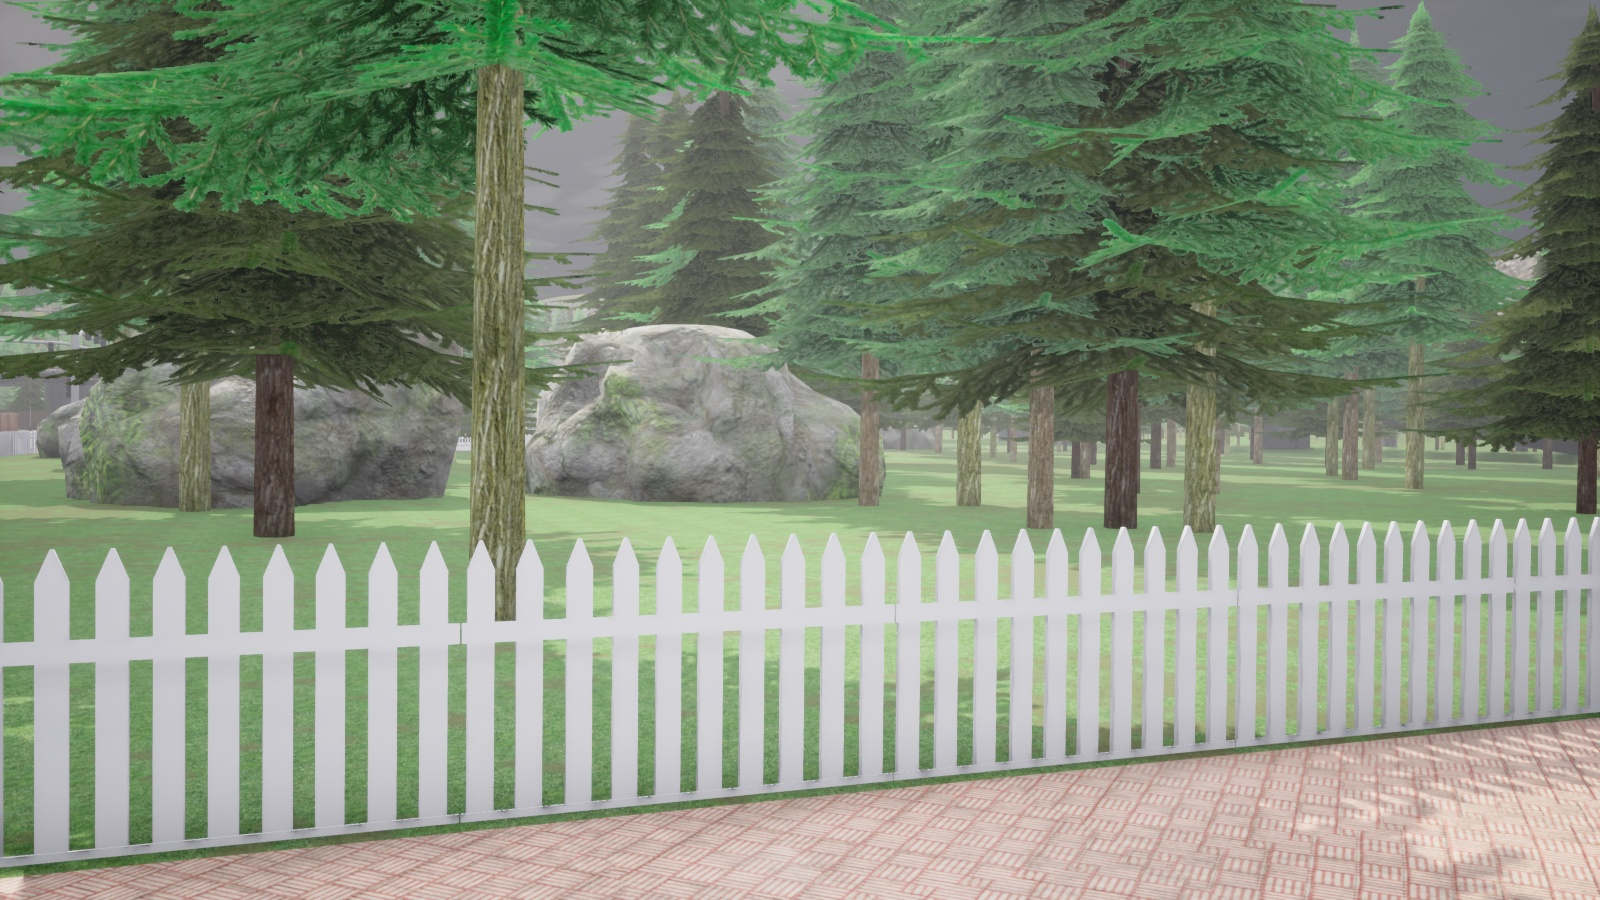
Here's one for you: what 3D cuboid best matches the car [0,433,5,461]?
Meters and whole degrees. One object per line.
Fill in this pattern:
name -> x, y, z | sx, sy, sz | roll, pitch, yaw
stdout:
car -> -54.283, -0.174, 83.263 | 1.905, 1.878, 3.866 | -1, 1, -21
